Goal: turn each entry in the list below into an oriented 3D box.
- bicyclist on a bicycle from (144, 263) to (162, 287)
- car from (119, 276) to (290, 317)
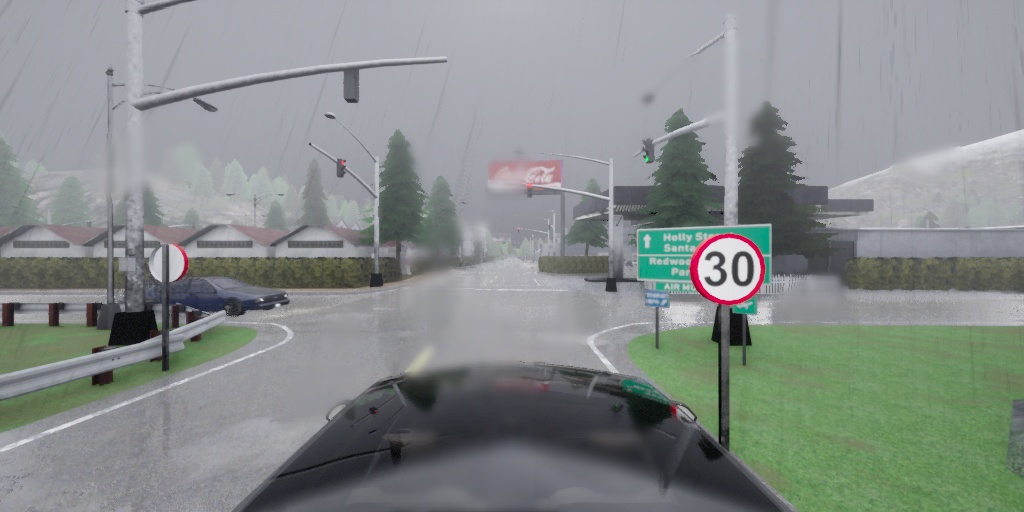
[{"bbox_3d":[-21.672,1.244,21.339,0.582,1.620,1.656,0,0,1],"label":"bicyclist on a bicycle"},{"bbox_3d":[-11.608,1.489,13.727,5.357,1.411,2.033,0,0,1],"label":"car"}]
